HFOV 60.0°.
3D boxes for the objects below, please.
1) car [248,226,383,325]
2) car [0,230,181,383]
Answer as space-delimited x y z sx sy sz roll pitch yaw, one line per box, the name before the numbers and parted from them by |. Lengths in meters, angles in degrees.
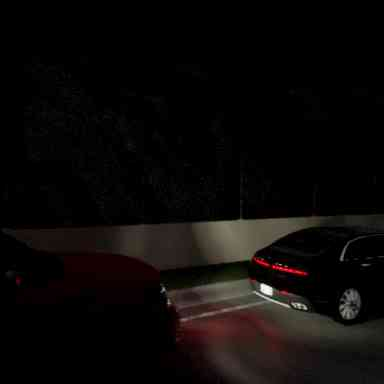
car | 3.484 1.489 6.989 4.892 1.490 1.837 0 0 -27
car | -2.803 1.195 3.215 5.566 2.045 2.150 0 0 -35
